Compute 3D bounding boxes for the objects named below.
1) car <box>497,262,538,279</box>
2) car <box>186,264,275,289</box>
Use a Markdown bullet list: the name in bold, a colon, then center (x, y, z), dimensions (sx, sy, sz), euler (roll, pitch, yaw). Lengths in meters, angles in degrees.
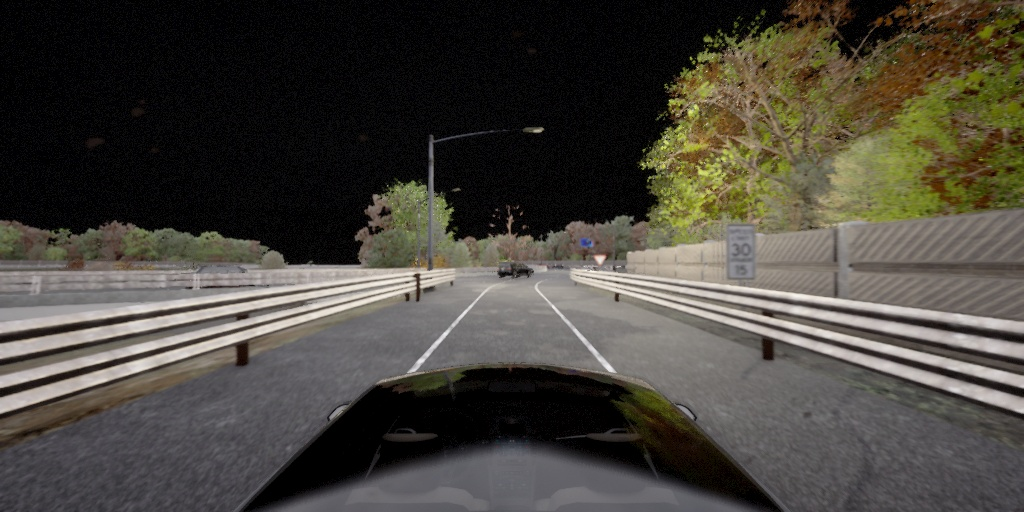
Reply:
- **car**: center (0.463, 1.759, 44.134), dimensions (2.150, 2.045, 5.566), euler (-1, -1, 35)
- **car**: center (-18.273, 1.416, 23.465), dimensions (4.553, 1.767, 2.097), euler (1, -2, -42)
